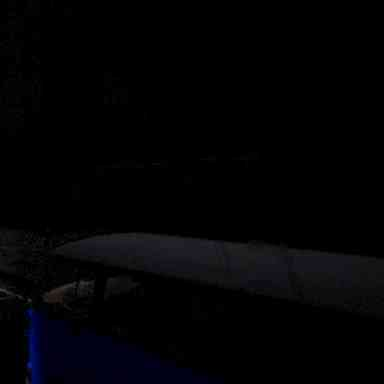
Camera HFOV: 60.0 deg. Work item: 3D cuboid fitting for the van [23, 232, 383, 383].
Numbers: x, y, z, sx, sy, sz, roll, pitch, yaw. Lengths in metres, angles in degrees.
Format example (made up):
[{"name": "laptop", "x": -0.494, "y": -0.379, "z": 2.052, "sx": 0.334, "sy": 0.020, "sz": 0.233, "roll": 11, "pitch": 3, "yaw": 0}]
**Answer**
[{"name": "van", "x": 0.225, "y": 1.338, "z": 2.807, "sx": 3.998, "sy": 1.788, "sz": 1.690, "roll": 0, "pitch": 0, "yaw": 36}]
